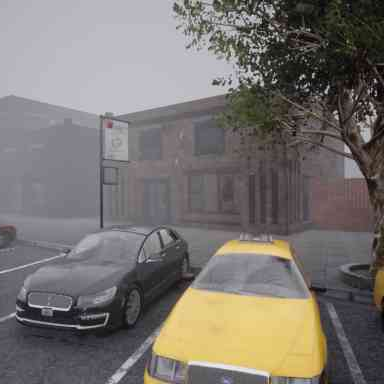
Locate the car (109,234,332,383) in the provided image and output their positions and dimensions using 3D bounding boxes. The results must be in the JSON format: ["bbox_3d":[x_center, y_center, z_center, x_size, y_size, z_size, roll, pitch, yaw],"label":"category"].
[{"bbox_3d":[0.968,1.480,5.183,1.946,1.575,5.366,1,-1,16],"label":"car"}]

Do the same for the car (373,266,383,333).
[{"bbox_3d":[3.411,1.480,3.438,1.946,1.575,5.366,1,-1,16],"label":"car"}]

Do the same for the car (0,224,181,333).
[{"bbox_3d":[-1.418,1.487,7.114,2.231,1.521,4.892,1,-1,16],"label":"car"}]

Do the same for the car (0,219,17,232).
[{"bbox_3d":[-8.734,1.528,12.357,2.002,1.452,4.674,1,-1,16],"label":"car"}]
